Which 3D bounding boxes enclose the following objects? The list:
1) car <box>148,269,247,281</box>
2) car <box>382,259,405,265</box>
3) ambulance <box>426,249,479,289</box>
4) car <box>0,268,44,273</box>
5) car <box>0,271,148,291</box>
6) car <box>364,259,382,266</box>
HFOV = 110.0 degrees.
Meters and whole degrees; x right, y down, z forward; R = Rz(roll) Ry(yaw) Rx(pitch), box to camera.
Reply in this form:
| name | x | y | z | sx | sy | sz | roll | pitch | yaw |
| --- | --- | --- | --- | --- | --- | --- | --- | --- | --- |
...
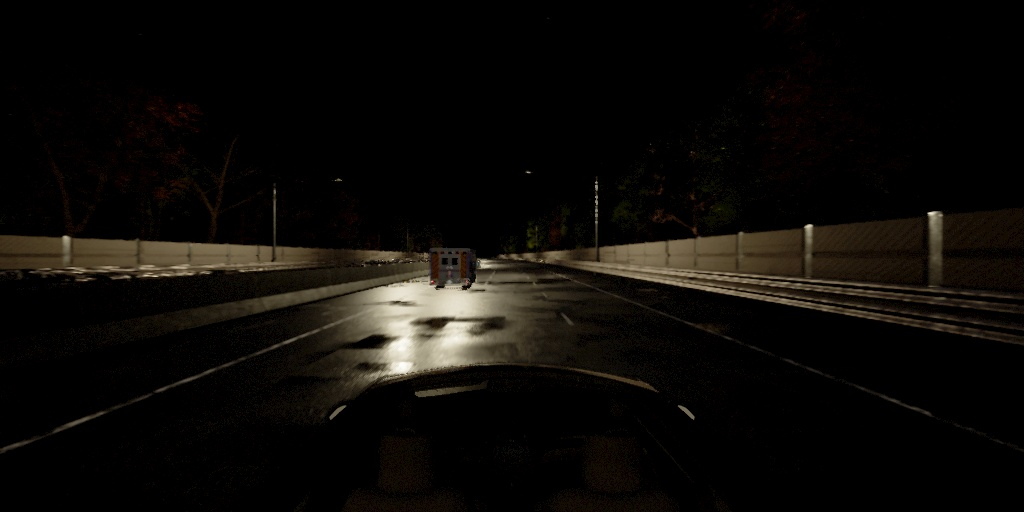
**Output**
| name | x | y | z | sx | sy | sz | roll | pitch | yaw |
| --- | --- | --- | --- | --- | --- | --- | --- | --- | --- |
| car | -14.143 | 1.338 | 17.118 | 1.994 | 1.385 | 4.181 | 0 | 0 | 0 |
| car | -18.338 | 1.281 | 56.958 | 2.128 | 1.511 | 4.902 | 0 | 0 | -1 |
| ambulance | -3.625 | 0.813 | 23.529 | 2.351 | 2.431 | 6.366 | 0 | 0 | -1 |
| car | -21.131 | 1.274 | 14.618 | 2.128 | 1.511 | 4.902 | 0 | 0 | 0 |
| car | -17.633 | 1.379 | 15.062 | 1.895 | 1.301 | 4.718 | 0 | 0 | 0 |
| car | -21.830 | 1.287 | 56.833 | 2.128 | 1.511 | 4.902 | 0 | 0 | -1 |
